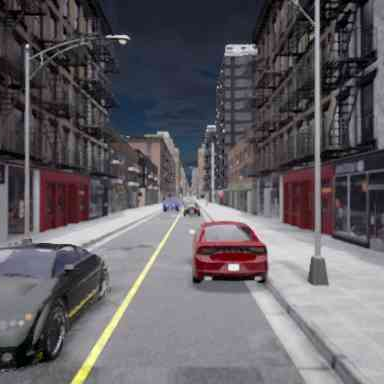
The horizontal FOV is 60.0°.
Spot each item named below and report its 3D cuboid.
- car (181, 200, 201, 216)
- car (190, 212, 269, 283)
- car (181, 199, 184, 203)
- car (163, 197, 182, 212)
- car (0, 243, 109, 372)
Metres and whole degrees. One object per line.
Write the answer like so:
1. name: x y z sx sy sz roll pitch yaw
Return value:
1. car: 0.013 1.959 37.511 1.812 1.442 4.674 0 -1 0
2. car: 0.948 1.590 10.046 1.882 1.535 5.008 0 -1 0
3. car: -0.063 2.046 47.343 2.128 1.511 4.902 0 -1 0
4. car: -2.918 1.776 47.387 2.150 2.045 5.566 0 -1 0
5. car: -2.857 1.629 5.834 1.994 1.385 4.181 0 -1 0
